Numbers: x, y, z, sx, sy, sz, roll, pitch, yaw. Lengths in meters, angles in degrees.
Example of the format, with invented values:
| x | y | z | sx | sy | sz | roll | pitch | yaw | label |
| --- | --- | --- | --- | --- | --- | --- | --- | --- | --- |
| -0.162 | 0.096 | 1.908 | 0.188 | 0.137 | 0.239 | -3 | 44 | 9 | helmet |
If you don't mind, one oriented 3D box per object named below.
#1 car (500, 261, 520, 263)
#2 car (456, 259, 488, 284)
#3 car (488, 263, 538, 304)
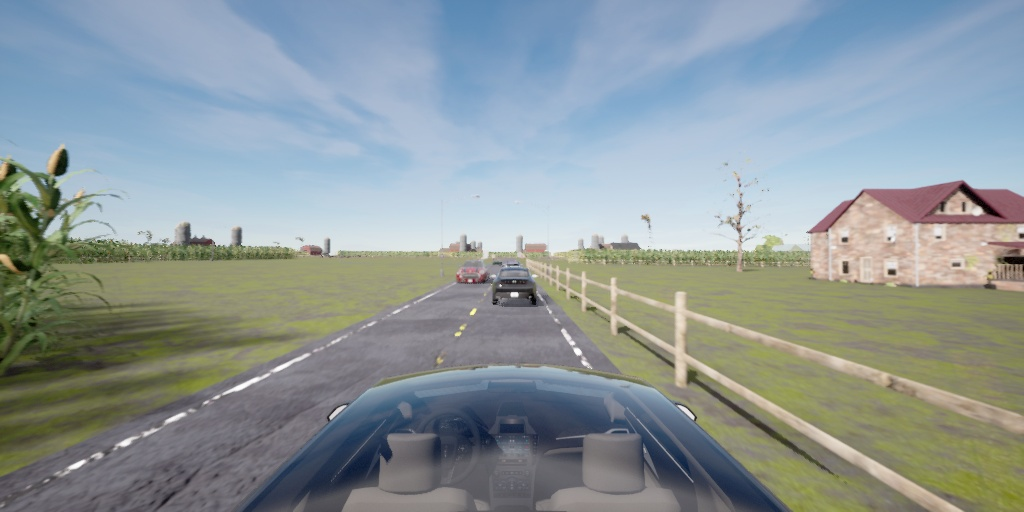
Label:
| x | y | z | sx | sy | sz | roll | pitch | yaw | label |
| --- | --- | --- | --- | --- | --- | --- | --- | --- | --- |
| 0.094 | 1.214 | 37.609 | 2.128 | 1.511 | 4.902 | 0 | 0 | 0 | car |
| -2.852 | 1.087 | 26.631 | 2.097 | 1.767 | 4.553 | 0 | 0 | 0 | car |
| 0.099 | 1.249 | 16.277 | 1.837 | 1.490 | 4.892 | 0 | 0 | 0 | car |
